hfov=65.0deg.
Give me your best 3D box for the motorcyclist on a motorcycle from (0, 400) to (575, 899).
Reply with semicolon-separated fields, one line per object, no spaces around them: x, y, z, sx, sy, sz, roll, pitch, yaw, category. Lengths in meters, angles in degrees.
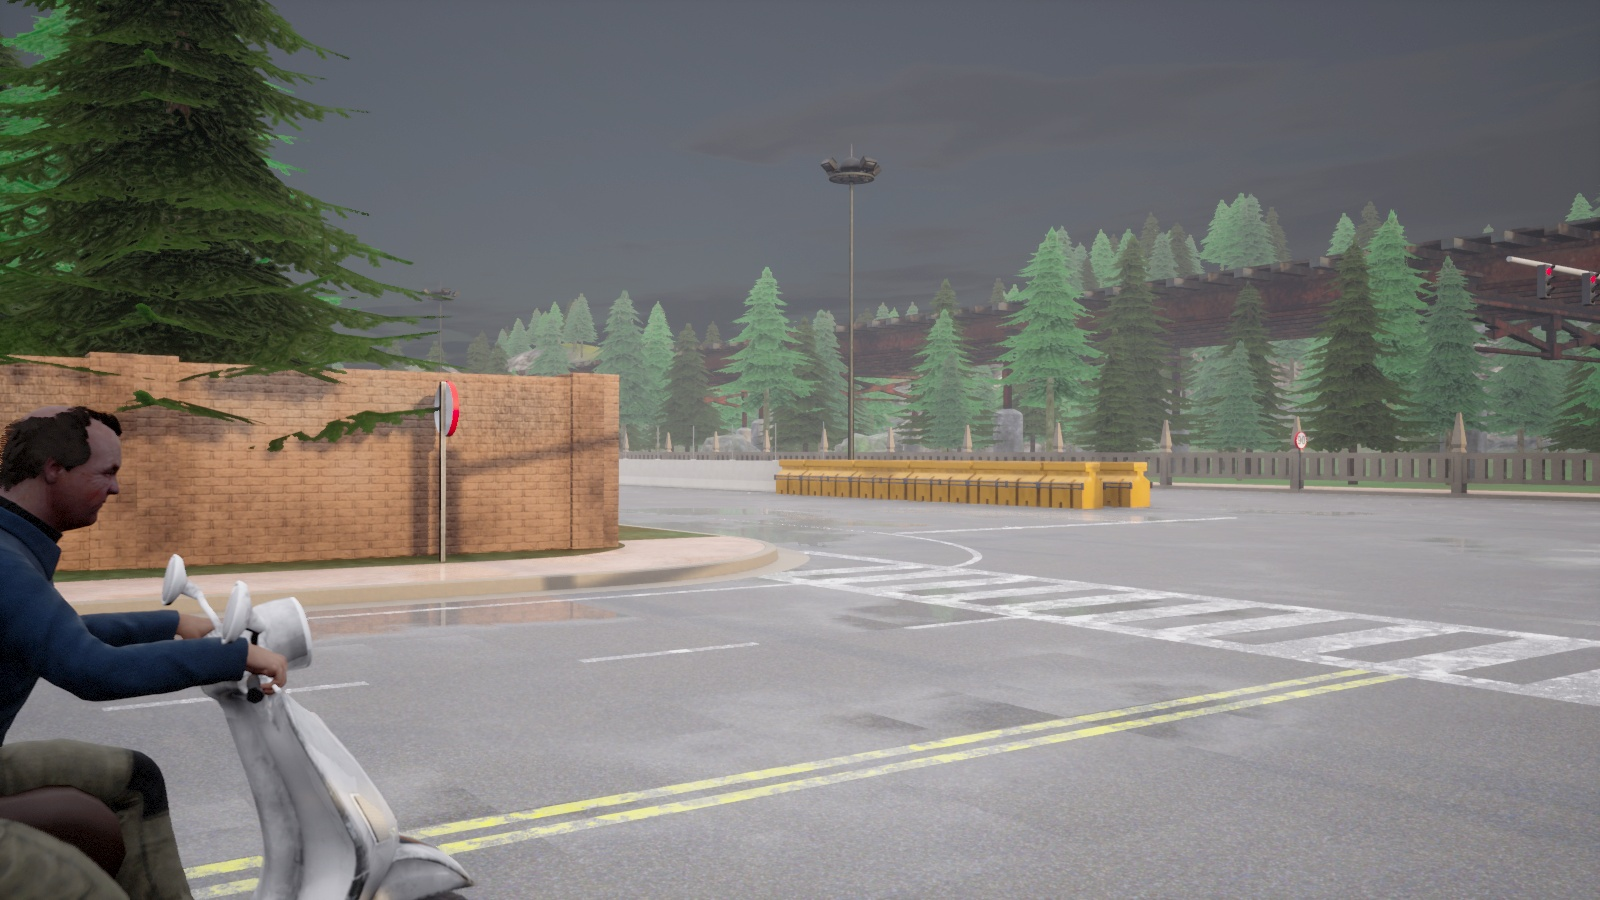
-1.497;0.707;2.617;1.817;1.590;0.866;-1;0;-35;motorcyclist on a motorcycle
